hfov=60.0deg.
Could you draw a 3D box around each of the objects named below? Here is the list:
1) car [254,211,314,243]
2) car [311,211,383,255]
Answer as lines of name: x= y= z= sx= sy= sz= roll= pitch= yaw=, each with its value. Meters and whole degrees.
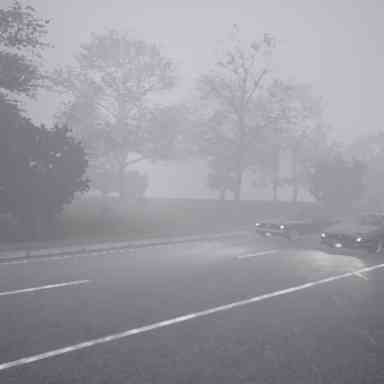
car: x=5.263 y=1.614 z=16.334 sx=4.718 sy=1.301 sz=1.895 roll=0 pitch=0 yaw=-35
car: x=7.495 y=1.560 z=13.622 sx=5.357 sy=1.411 sz=2.033 roll=0 pitch=0 yaw=-35
